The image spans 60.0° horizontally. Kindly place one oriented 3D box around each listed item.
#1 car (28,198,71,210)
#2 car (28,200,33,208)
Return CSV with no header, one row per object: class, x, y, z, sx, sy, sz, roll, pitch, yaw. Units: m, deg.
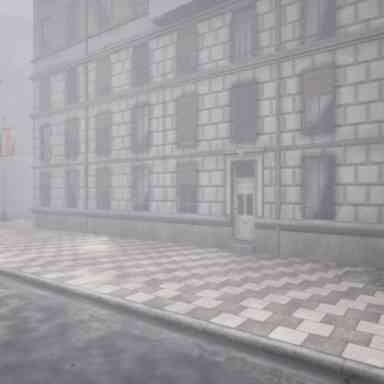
car,-18.379,1.503,43.091,1.837,1.490,4.892,0,0,37
car,-16.545,1.220,39.713,2.150,2.045,5.566,0,0,36
